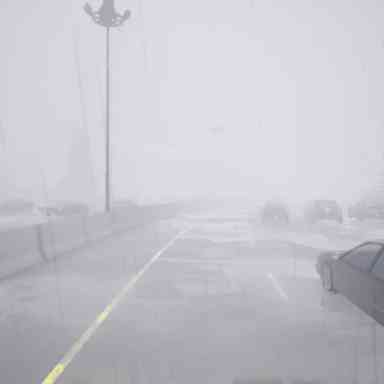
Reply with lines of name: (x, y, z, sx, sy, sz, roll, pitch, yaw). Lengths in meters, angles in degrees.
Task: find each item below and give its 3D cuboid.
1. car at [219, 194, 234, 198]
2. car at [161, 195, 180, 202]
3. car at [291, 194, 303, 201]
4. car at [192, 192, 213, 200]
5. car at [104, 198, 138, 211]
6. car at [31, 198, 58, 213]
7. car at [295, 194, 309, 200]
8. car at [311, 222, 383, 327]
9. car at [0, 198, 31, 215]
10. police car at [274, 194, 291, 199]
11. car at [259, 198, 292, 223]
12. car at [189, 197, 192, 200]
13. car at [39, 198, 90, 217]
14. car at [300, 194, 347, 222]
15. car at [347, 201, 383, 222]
car: (7.254, 1.134, 70.221, 2.097, 1.767, 4.553, 0, 0, 27)
car: (-4.486, 1.310, 70.298, 2.033, 1.411, 5.357, 0, 0, 25)
car: (24.759, 1.355, 80.803, 1.812, 1.442, 4.674, 0, 0, 35)
car: (2.607, 1.024, 68.853, 2.150, 2.045, 5.566, 0, 0, 25)
car: (-6.778, 1.389, 32.298, 1.837, 1.490, 4.892, 0, 0, 13)
car: (-13.613, 1.337, 33.786, 1.882, 1.535, 5.008, 0, 0, 13)
car: (28.313, 1.280, 85.661, 1.801, 1.575, 5.366, 0, 0, 37)
car: (3.804, 1.541, 5.712, 2.033, 1.411, 5.357, 0, 0, 3)
car: (-17.529, 1.331, 32.218, 1.882, 1.535, 5.008, 0, 0, 12)
police car: (19.522, 1.264, 72.755, 1.930, 1.638, 5.238, 0, 0, 31)
car: (6.192, 1.447, 25.059, 1.837, 1.490, 4.892, 0, 0, 11)
car: (1.150, 1.374, 73.655, 1.895, 1.301, 4.718, 0, 0, 27)
car: (-10.988, 1.481, 29.448, 1.895, 1.301, 4.718, 0, 0, 12)
car: (9.767, 1.305, 25.068, 2.097, 1.767, 4.553, 0, 0, 11)
car: (13.437, 1.453, 25.660, 2.128, 1.511, 4.902, 0, 0, 11)
